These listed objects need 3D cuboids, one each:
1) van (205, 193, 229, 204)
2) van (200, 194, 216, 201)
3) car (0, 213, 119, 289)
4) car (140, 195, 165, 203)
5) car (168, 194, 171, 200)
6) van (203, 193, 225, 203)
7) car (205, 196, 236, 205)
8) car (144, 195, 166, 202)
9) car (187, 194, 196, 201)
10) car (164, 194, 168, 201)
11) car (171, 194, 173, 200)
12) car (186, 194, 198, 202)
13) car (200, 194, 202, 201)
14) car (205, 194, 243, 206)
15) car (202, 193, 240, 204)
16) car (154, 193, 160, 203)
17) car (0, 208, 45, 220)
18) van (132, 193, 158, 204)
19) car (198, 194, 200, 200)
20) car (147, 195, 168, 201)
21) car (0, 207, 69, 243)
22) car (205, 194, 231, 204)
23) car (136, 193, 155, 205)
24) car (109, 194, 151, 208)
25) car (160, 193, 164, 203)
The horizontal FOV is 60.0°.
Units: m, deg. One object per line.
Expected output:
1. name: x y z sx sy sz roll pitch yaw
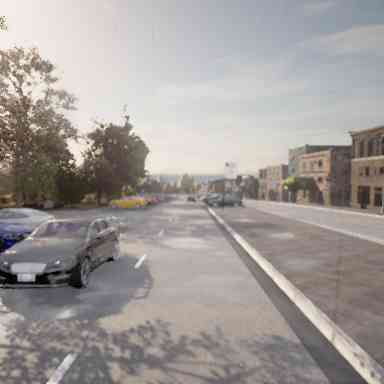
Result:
1. van: 4.749 1.199 63.375 4.442 1.987 1.878 0 0 0
2. van: 4.638 1.440 94.209 4.442 1.987 1.878 0 -1 0
3. car: -3.328 1.463 9.165 2.128 1.511 4.902 0 0 0
4. car: -8.469 1.474 71.620 5.008 1.535 2.097 0 0 0
5. car: -8.477 1.280 79.975 5.566 2.045 2.435 0 0 0
6. van: 4.498 1.236 68.981 4.442 1.987 1.878 0 0 0
7. car: 4.649 1.377 54.964 4.892 1.521 2.231 0 0 0
8. car: -8.524 1.540 77.190 4.792 1.488 2.163 0 0 0
9. car: -0.181 1.405 82.923 2.097 1.767 4.553 0 -1 0
10. car: -8.279 1.452 68.834 5.366 1.575 1.946 0 0 0
11. car: -8.507 1.351 88.330 5.566 2.045 2.435 0 -1 0
12. car: -0.144 1.506 72.894 1.837 1.490 4.892 0 0 0
13. car: 4.620 1.140 57.770 5.566 2.045 2.435 0 0 0
14. car: 4.677 1.358 46.559 4.892 1.521 2.231 0 0 0
15. car: 4.638 1.109 49.360 5.566 2.045 2.435 0 0 0
16. car: -8.400 1.259 57.697 4.553 1.767 2.185 0 0 0
17. car: -8.360 1.438 12.139 5.008 1.535 2.097 0 0 0
18. van: -8.554 1.174 60.478 4.442 1.987 1.878 0 0 0
19. car: 4.566 1.248 74.589 5.566 2.045 2.435 0 0 0
20. car: -8.511 1.554 82.759 5.008 1.535 2.097 0 0 0
21. car: -8.357 1.469 15.288 4.674 1.452 2.002 0 0 0
22. car: 4.673 1.281 60.570 4.553 1.767 2.185 0 0 0
23. car: -8.419 1.353 49.341 5.008 1.535 2.097 0 0 0
24. car: -8.399 1.349 43.773 5.008 1.535 2.097 0 0 0
25. car: -8.453 1.477 66.048 4.674 1.452 2.002 0 0 0
